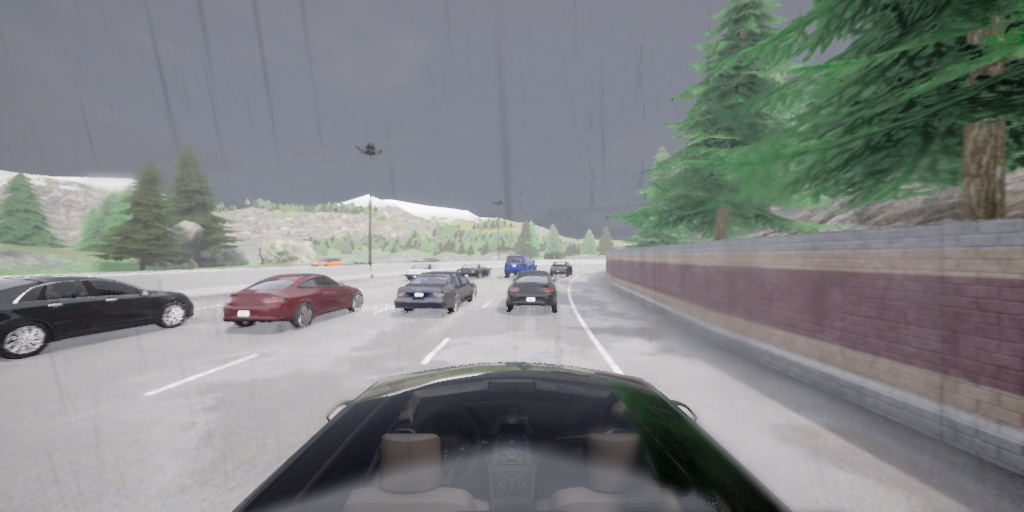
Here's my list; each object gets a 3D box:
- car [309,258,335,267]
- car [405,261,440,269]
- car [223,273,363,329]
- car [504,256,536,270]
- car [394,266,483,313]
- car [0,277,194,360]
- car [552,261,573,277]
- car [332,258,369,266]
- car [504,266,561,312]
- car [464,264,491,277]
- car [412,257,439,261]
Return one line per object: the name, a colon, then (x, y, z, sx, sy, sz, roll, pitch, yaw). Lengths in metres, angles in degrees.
car: (-24.584, 1.028, 47.670, 2.097, 1.767, 4.553, 0, 0, 17)
car: (-7.205, 1.331, 30.444, 1.895, 1.301, 4.718, 0, 0, 12)
car: (-6.449, 1.256, 11.123, 1.812, 1.442, 4.674, 0, 0, 4)
car: (0.848, 0.978, 34.152, 2.150, 2.045, 5.566, 0, 0, 14)
car: (-2.728, 1.290, 13.931, 2.033, 1.411, 5.357, 0, 0, 6)
car: (-10.124, 1.223, 8.282, 1.837, 1.490, 4.892, 0, 0, 3)
car: (5.015, 1.262, 36.105, 2.128, 1.511, 4.902, 0, 0, 15)
car: (-20.984, 1.289, 47.626, 1.895, 1.301, 4.718, 0, 0, 17)
car: (0.845, 1.280, 14.218, 1.812, 1.442, 4.674, 0, 0, 5)
car: (-3.291, 1.344, 31.916, 1.895, 1.301, 4.718, 0, 0, 13)
car: (-12.155, 1.070, 51.920, 2.097, 1.767, 4.553, 0, 0, 20)
